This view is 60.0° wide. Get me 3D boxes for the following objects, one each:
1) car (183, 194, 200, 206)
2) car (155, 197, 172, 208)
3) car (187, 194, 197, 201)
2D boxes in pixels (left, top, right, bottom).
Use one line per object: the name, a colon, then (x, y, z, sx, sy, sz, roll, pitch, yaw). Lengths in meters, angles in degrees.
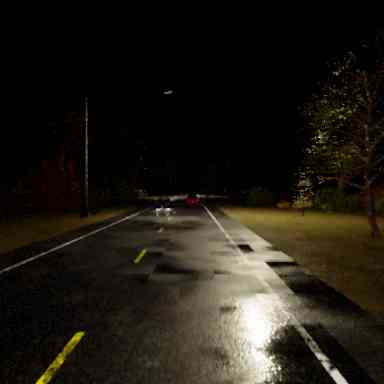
car: (0.090, 1.306, 48.563, 1.994, 1.385, 4.181, 0, 0, 0)
car: (-3.582, 1.320, 42.708, 2.033, 1.411, 5.357, 0, 0, 0)
car: (-0.013, 1.136, 69.605, 1.837, 1.490, 4.892, 0, 1, 0)
